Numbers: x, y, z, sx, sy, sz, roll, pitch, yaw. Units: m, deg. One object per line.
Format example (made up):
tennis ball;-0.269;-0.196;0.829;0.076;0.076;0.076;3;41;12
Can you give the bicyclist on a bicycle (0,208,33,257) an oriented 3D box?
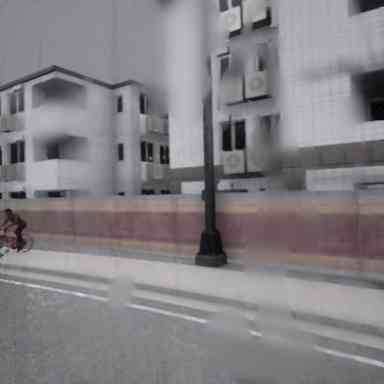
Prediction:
bicyclist on a bicycle;-6.203;1.377;11.534;0.582;1.620;1.656;-1;-1;23
